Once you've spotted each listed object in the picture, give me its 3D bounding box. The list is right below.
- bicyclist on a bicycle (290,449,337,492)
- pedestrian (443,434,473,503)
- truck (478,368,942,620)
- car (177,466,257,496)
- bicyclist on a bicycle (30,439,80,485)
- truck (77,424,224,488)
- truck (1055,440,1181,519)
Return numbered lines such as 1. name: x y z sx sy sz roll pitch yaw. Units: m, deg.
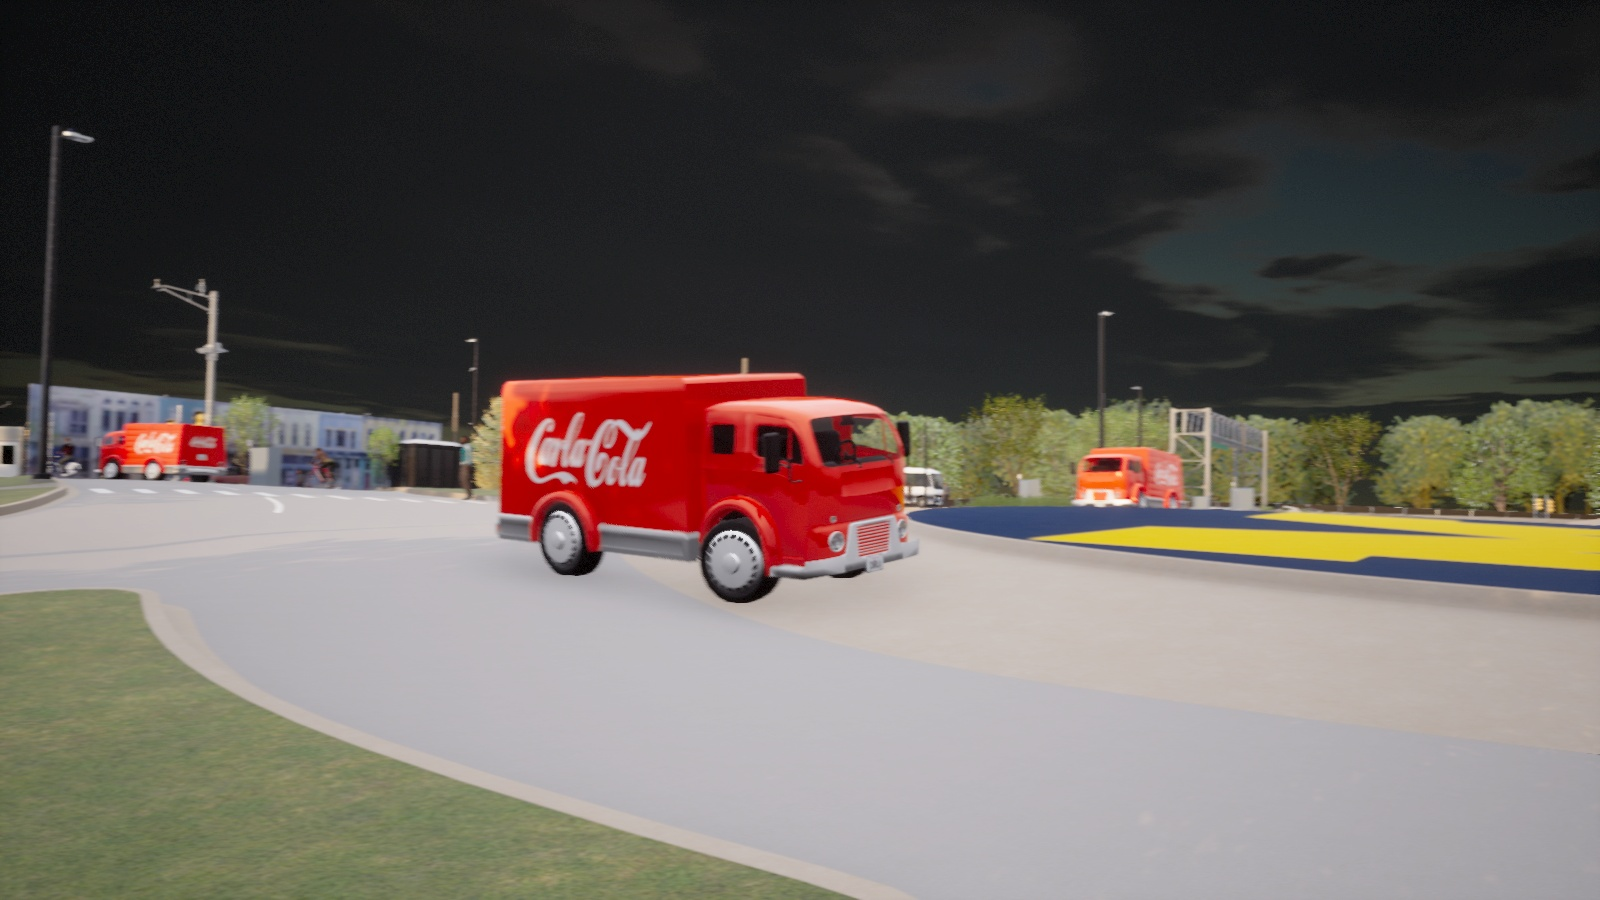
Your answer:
1. bicyclist on a bicycle: -18.823 0.784 48.590 1.656 1.620 0.582 1 -3 22
2. pedestrian: -9.675 0.532 35.518 0.692 1.930 0.396 3 -4 -36
3. truck: -1.203 0.318 15.289 5.204 2.467 2.627 2 6 40
4. car: -34.718 1.863 74.876 1.851 1.617 3.988 -1 -4 29
5. bicyclist on a bicycle: -29.469 0.476 49.658 1.843 1.776 0.659 0 -3 23
6. truck: -26.867 0.284 51.969 5.204 2.467 2.627 0 -3 24
7. truck: 11.296 1.125 44.315 2.627 2.467 5.204 -2 -6 35
